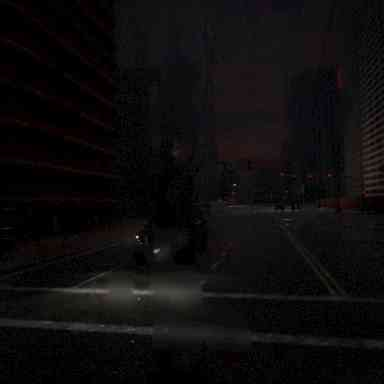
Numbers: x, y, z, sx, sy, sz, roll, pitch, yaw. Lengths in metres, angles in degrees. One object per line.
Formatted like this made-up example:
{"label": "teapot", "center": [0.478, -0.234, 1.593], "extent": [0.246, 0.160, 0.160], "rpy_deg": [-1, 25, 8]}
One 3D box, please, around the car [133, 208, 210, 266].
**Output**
{"label": "car", "center": [-0.618, 1.757, 14.108], "extent": [2.150, 2.045, 5.566], "rpy_deg": [-2, -2, 12]}

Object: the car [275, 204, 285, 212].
{"label": "car", "center": [18.952, 3.351, 71.898], "extent": [1.837, 1.490, 4.892], "rpy_deg": [-2, -2, 12]}

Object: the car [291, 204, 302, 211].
{"label": "car", "center": [22.374, 3.260, 71.170], "extent": [2.128, 1.511, 4.902], "rpy_deg": [-2, -2, 12]}
